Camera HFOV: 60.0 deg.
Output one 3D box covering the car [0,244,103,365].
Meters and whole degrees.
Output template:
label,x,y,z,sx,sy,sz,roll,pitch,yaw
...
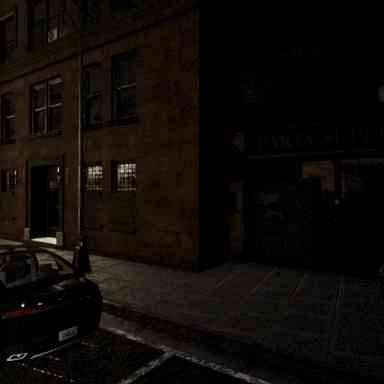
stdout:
label,x,y,z,sx,sy,sz,roll,pitch,yaw
car,-3.334,1.551,5.470,4.403,1.369,2.008,0,0,36
